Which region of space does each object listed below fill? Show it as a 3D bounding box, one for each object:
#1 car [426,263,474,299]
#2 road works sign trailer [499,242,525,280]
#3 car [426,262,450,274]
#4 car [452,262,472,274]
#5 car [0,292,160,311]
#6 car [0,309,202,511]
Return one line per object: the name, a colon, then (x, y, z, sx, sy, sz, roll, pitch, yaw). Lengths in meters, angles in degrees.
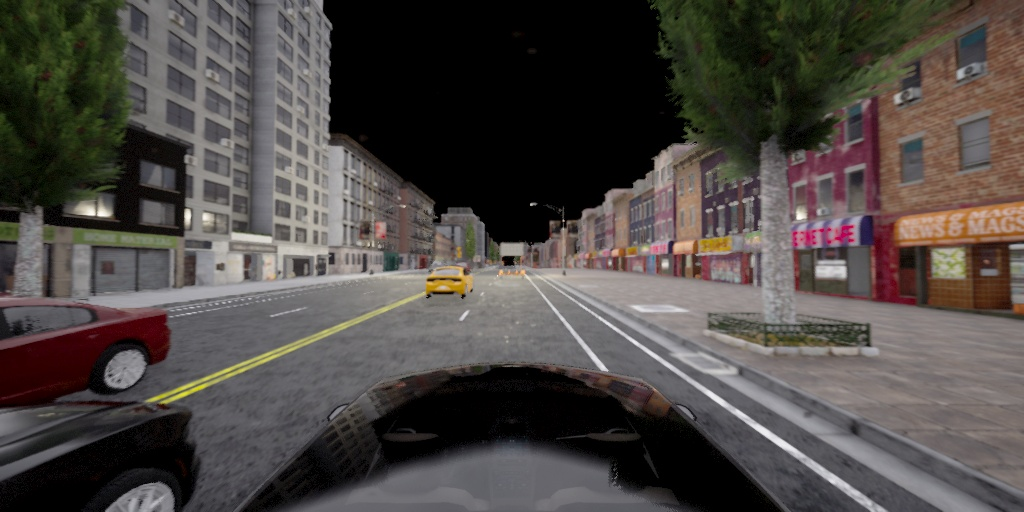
car: (-3.152, 1.301, 18.848, 1.882, 1.535, 5.008, 0, 0, 0)
road works sign trailer: (0.000, 0.406, 34.440, 2.380, 3.560, 2.880, 0, 0, 0)
car: (-9.818, 1.618, 47.918, 2.128, 1.511, 4.902, 0, -1, 0)
car: (-6.571, 1.594, 47.388, 1.882, 1.535, 5.008, 0, -1, 0)
car: (-6.599, 1.232, 3.823, 1.882, 1.535, 5.008, 0, 0, 0)
car: (-3.151, 1.227, 0.479, 1.882, 1.535, 5.008, 0, 0, 0)
